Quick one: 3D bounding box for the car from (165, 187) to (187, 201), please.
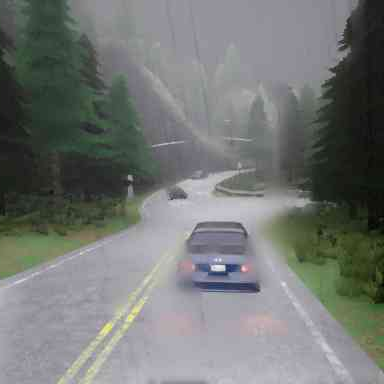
[{"bbox_3d":[-1.937,0.147,39.259,1.895,1.301,4.718,-4,9,-11],"label":"car"}]

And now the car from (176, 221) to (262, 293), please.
[{"bbox_3d":[0.737,1.496,8.908,2.033,1.411,5.357,0,0,5],"label":"car"}]

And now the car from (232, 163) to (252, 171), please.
[{"bbox_3d":[10.539,-5.236,69.991,4.902,1.511,2.128,-10,10,-39],"label":"car"}]

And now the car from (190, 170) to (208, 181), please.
[{"bbox_3d":[1.279,-2.885,56.984,1.837,1.490,4.892,2,9,21],"label":"car"}]
